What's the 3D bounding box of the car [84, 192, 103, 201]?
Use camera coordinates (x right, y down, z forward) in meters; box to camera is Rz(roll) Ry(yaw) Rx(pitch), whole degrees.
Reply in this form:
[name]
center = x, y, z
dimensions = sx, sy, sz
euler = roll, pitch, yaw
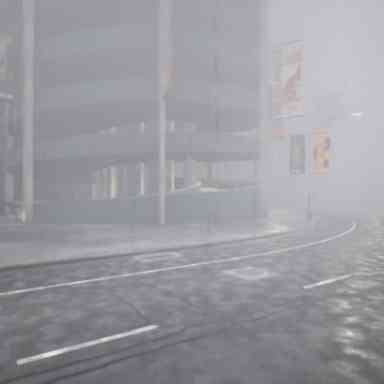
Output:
[car]
center = -17.444, 1.080, 59.105
dimensions = 2.435, 2.045, 5.566
euler = 0, 0, -35
